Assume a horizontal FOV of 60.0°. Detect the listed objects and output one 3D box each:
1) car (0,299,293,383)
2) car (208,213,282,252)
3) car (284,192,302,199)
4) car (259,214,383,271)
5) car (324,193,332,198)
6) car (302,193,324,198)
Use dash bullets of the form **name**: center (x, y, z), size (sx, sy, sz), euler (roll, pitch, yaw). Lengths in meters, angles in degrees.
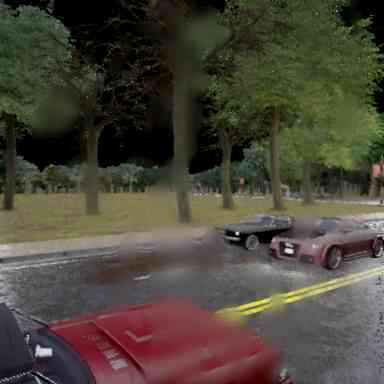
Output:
- **car**: center (-1.429, 1.600, 2.418), size (4.718, 1.301, 1.895), euler (0, 0, -36)
- **car**: center (2.948, 1.559, 13.779), size (4.718, 1.301, 1.895), euler (0, 0, -36)
- **car**: center (27.223, 0.988, 88.556), size (2.128, 1.511, 4.902), euler (0, 0, -12)
- **car**: center (4.452, 1.524, 10.859), size (4.181, 1.385, 1.994), euler (0, 0, -36)
- **car**: center (34.330, 0.919, 86.453), size (1.994, 1.385, 4.181), euler (0, 0, -12)
- **car**: center (31.153, 0.930, 85.765), size (1.994, 1.385, 4.181), euler (0, 0, -12)
